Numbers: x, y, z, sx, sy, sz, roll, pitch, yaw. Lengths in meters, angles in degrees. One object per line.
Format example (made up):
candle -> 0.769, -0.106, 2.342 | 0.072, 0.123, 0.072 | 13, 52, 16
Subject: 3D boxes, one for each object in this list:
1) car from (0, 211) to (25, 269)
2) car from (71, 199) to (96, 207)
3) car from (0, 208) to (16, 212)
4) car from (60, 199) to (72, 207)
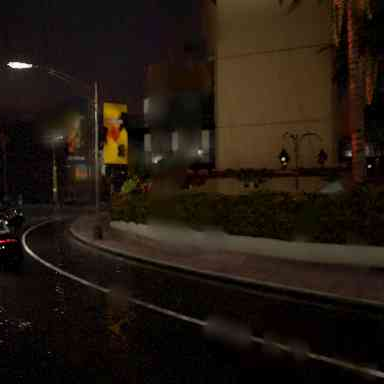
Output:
car -> -6.869, 1.609, 10.913 | 2.128, 1.511, 4.902 | 0, 0, -35
car -> -19.344, 2.052, 61.496 | 2.033, 1.411, 5.357 | -1, 0, 16
car -> -12.365, 1.769, 21.644 | 2.033, 1.411, 5.357 | 0, 0, -17
car -> -22.748, 2.034, 62.246 | 2.128, 1.511, 4.902 | -1, 0, 14
